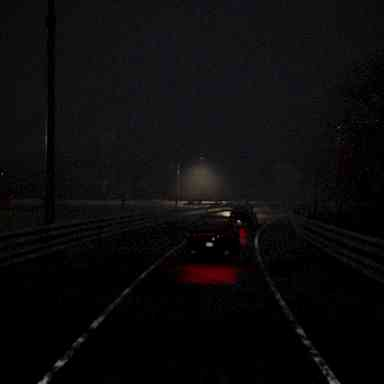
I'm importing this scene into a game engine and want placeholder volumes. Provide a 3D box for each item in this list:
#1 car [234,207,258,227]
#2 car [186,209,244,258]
[{"bbox_3d":[4.235,1.989,27.399,1.837,1.490,4.892,0,-1,18],"label":"car"},{"bbox_3d":[1.022,1.688,13.847,1.882,1.535,5.008,0,-1,10],"label":"car"}]
